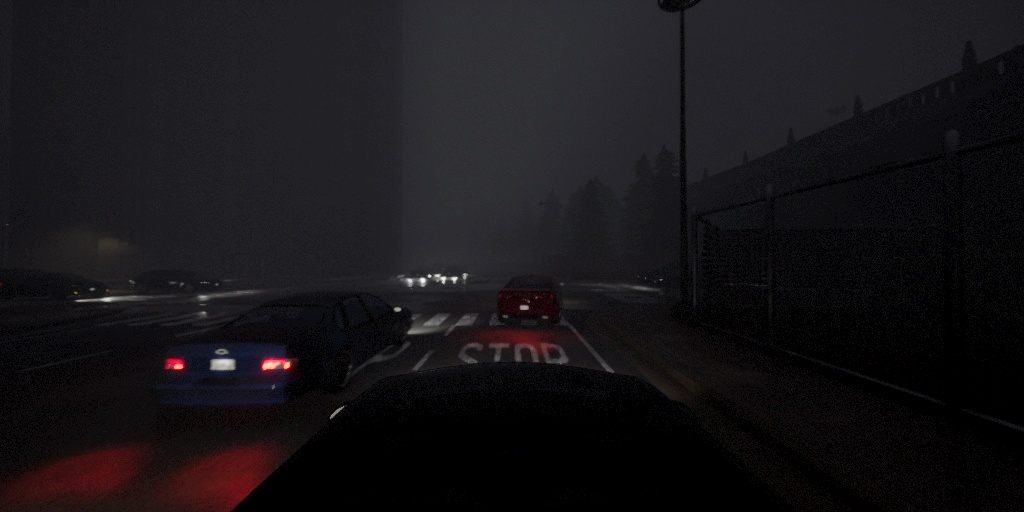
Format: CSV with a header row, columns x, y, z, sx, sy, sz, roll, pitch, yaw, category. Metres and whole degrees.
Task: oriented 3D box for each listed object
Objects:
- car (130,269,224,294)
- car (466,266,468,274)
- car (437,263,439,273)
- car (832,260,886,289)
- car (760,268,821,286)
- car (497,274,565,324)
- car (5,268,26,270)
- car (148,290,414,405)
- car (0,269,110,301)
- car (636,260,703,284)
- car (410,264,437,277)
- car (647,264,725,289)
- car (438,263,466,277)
x,y,z,sx,sy,sz,roll,pitch,yaw,category
-20.952,1.555,22.527,4.892,1.490,1.837,0,-1,0,car
-7.341,1.862,51.649,1.812,1.442,4.674,0,-1,-3,car
-10.795,1.831,51.851,2.128,1.511,4.902,0,-1,-3,car
26.762,1.313,26.147,5.566,2.045,2.150,0,-1,0,car
22.910,1.697,29.637,4.181,1.385,1.994,0,-1,1,car
0.799,1.367,12.763,1.882,1.535,5.008,0,-1,10,car
-30.509,1.529,22.547,5.008,1.535,1.882,1,-1,0,car
-3.411,1.357,6.741,2.033,1.411,5.357,0,-1,0,car
-24.244,1.573,19.033,4.181,1.385,1.994,0,-1,0,car
13.217,1.355,29.672,5.566,2.045,2.150,0,-1,0,car
-10.596,1.831,42.533,1.895,1.301,4.718,0,-1,0,car
12.842,1.595,26.169,4.892,1.490,1.837,-1,-1,0,car
-7.110,1.798,42.907,1.994,1.385,4.181,0,-1,0,car
